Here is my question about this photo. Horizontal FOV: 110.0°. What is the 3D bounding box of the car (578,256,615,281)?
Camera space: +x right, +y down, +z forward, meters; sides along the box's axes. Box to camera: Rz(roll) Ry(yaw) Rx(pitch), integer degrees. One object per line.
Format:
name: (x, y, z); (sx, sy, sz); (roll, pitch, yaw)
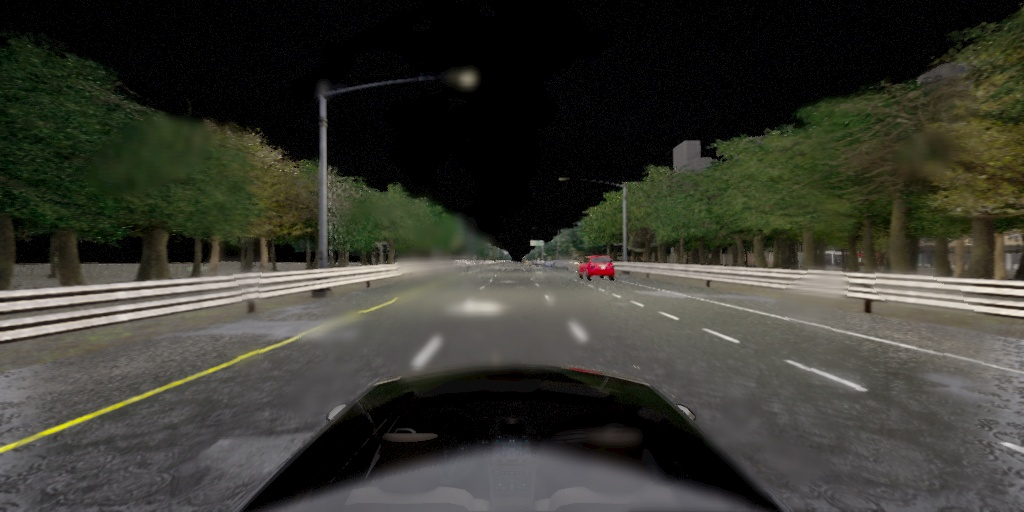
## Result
car: (7.035, 0.998, 30.300); (2.150, 2.045, 5.566); (0, 0, 0)

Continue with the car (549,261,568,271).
car: (7.129, 1.494, 53.389); (1.994, 1.385, 4.181); (0, -1, 0)
